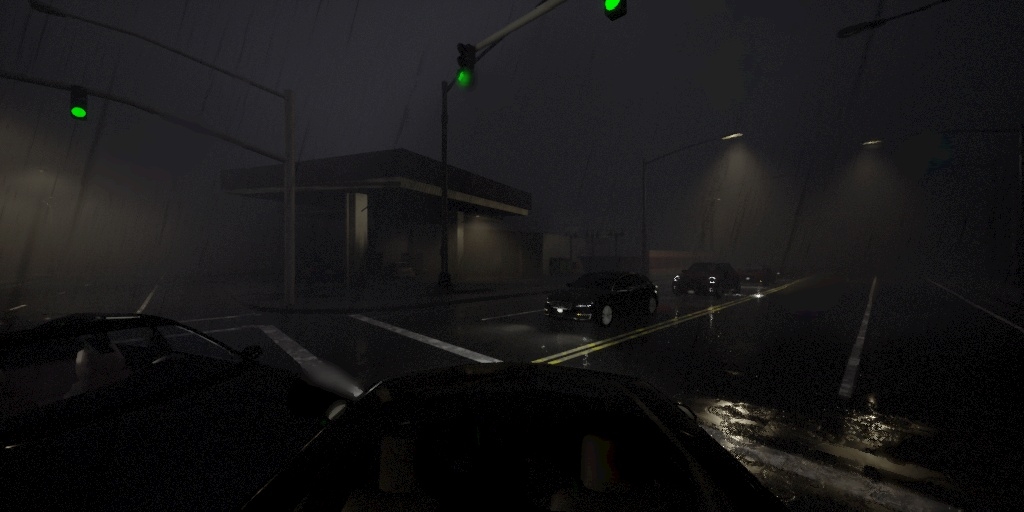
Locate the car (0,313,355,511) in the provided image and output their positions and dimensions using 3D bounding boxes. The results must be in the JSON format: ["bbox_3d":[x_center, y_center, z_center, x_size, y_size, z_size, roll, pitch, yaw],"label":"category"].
[{"bbox_3d":[-3.383,1.242,2.678,4.902,1.511,2.128,0,0,16],"label":"car"}]

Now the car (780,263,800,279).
[{"bbox_3d":[24.261,1.310,32.096,4.181,1.385,1.994,0,0,-44],"label":"car"}]

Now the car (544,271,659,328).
[{"bbox_3d":[3.053,1.254,11.601,4.892,1.490,1.837,0,0,-44],"label":"car"}]

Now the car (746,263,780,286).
[{"bbox_3d":[17.023,1.311,25.150,1.994,1.385,4.181,0,0,45],"label":"car"}]

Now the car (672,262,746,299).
[{"bbox_3d":[9.994,1.100,18.344,4.553,1.767,2.097,0,0,-44],"label":"car"}]
